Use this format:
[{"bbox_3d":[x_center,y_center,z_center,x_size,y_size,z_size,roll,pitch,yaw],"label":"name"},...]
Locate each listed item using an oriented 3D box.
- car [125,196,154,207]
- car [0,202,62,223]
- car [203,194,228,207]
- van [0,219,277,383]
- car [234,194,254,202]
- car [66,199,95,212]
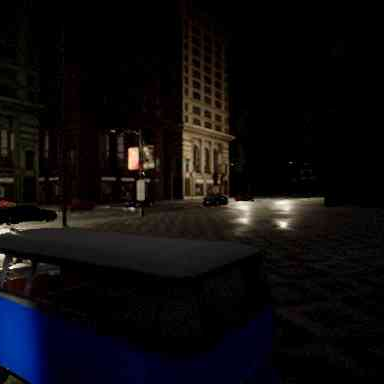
[{"bbox_3d":[-7.497,1.377,47.730,1.837,1.490,4.892,0,0,35],"label":"car"},{"bbox_3d":[-12.113,1.619,24.038,1.812,1.442,4.674,0,1,35],"label":"car"},{"bbox_3d":[3.281,1.318,45.746,1.994,1.385,4.181,0,0,35],"label":"car"},{"bbox_3d":[-1.073,1.374,3.834,3.998,1.788,1.690,-1,0,35],"label":"van"},{"bbox_3d":[9.503,1.056,60.314,1.882,1.535,5.008,0,0,35],"label":"car"},{"bbox_3d":[-13.525,1.568,39.242,1.994,1.385,4.181,0,0,36],"label":"car"}]
